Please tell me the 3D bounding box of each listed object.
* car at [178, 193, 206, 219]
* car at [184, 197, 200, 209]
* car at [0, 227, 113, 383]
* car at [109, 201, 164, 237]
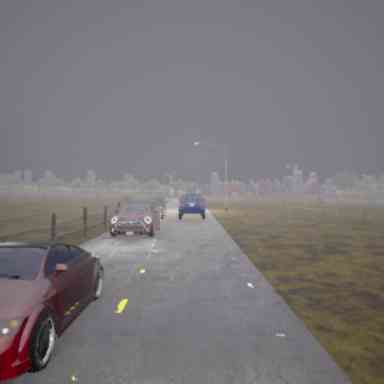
[{"bbox_3d":[0.004,1.125,27.952,2.150,2.045,5.566,0,0,0],"label":"car"},{"bbox_3d":[0.055,1.429,44.136,1.994,1.385,4.181,0,0,0],"label":"car"},{"bbox_3d":[-2.848,1.542,5.464,1.994,1.385,4.181,0,0,0],"label":"car"},{"bbox_3d":[-2.838,1.288,17.450,2.097,1.767,4.553,0,0,0],"label":"car"}]
